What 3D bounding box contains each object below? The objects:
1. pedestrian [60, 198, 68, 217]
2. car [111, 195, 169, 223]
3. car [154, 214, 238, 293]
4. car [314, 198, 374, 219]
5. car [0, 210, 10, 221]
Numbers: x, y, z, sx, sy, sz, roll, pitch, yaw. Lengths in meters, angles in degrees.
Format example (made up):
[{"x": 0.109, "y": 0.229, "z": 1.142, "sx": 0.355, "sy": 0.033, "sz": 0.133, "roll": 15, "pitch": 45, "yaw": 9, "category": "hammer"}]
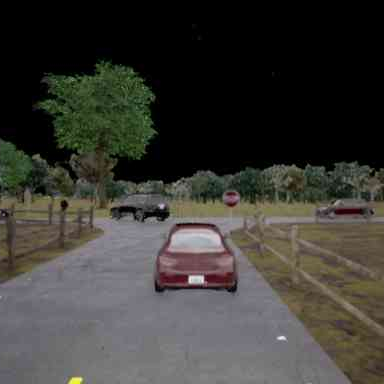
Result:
[{"x": -12.163, "y": 1.432, "z": 31.644, "sx": 0.375, "sy": 1.860, "sz": 0.375, "roll": 0, "pitch": -1, "yaw": 0, "category": "pedestrian"}, {"x": -4.086, "y": 1.243, "z": 25.792, "sx": 2.150, "sy": 2.045, "sz": 5.566, "roll": 3, "pitch": -3, "yaw": -44, "category": "car"}, {"x": 0.089, "y": 1.528, "z": 8.715, "sx": 1.812, "sy": 1.442, "sz": 4.674, "roll": 0, "pitch": 0, "yaw": 0, "category": "car"}, {"x": 12.914, "y": 1.355, "z": 28.559, "sx": 4.553, "sy": 1.767, "sz": 2.097, "roll": 0, "pitch": -1, "yaw": -1, "category": "car"}, {"x": -16.430, "y": 1.580, "z": 25.655, "sx": 4.181, "sy": 1.385, "sz": 1.994, "roll": 0, "pitch": -1, "yaw": 0, "category": "car"}]
